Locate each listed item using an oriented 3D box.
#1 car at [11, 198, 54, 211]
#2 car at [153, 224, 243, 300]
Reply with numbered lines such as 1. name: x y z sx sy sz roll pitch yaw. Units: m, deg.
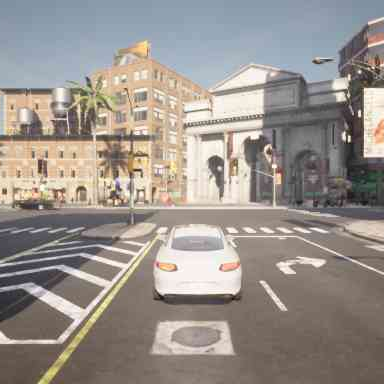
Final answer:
1. car: -19.483 1.505 40.758 4.892 1.490 1.837 0 0 1
2. car: 0.111 1.526 8.256 1.812 1.442 4.674 0 0 0
